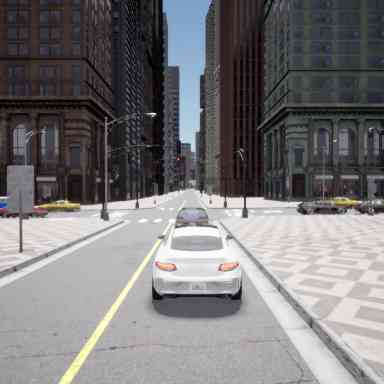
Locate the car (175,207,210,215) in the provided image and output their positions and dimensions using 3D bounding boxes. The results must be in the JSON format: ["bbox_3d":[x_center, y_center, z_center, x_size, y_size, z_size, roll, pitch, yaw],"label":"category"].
[{"bbox_3d":[0.028,1.533,17.837,2.033,1.411,5.357,0,0,1],"label":"car"}]

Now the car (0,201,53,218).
[{"bbox_3d":[-15.286,1.728,30.110,4.206,1.307,1.802,-1,1,0],"label":"car"}]

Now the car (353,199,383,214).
[{"bbox_3d":[17.061,1.342,30.046,4.403,1.369,2.008,-1,1,0],"label":"car"}]

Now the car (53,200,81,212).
[{"bbox_3d":[-15.450,1.585,38.634,4.829,1.417,1.752,-1,1,0],"label":"car"}]

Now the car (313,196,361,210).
[{"bbox_3d":[16.731,1.233,38.571,4.829,1.417,1.752,-1,1,0],"label":"car"}]

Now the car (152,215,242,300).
[{"bbox_3d":[0.099,1.521,8.247,1.812,1.442,4.674,0,0,0],"label":"car"}]

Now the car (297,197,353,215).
[{"bbox_3d":[11.682,1.419,30.057,4.313,1.339,1.947,-1,1,0],"label":"car"}]

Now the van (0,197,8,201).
[{"bbox_3d":[-20.962,1.457,38.640,3.998,1.788,1.690,-1,1,0],"label":"van"}]
